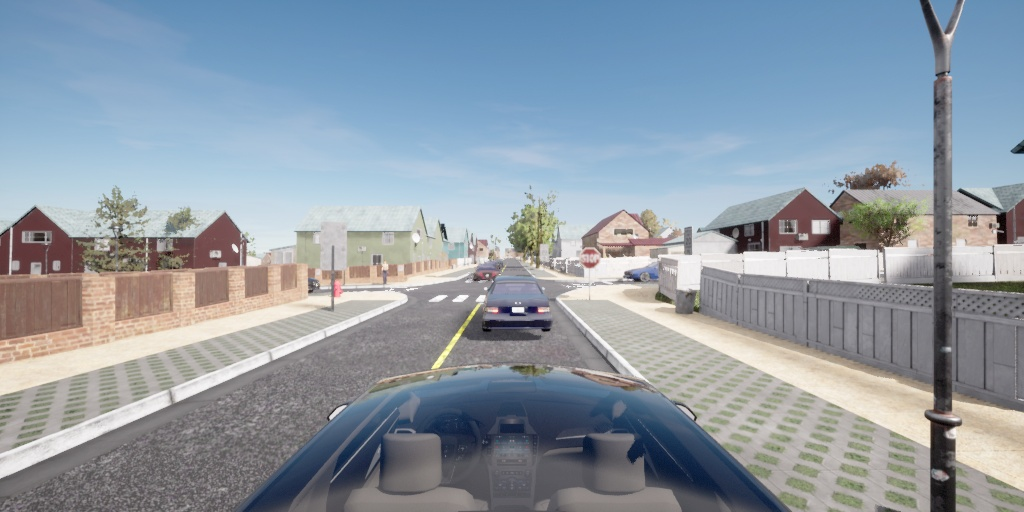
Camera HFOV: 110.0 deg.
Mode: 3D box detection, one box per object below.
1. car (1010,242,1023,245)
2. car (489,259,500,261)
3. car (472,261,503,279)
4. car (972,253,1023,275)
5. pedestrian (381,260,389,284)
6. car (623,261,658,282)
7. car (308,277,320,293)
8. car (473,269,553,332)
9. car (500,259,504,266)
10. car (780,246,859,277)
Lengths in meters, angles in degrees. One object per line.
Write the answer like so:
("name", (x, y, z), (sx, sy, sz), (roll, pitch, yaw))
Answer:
("car", (35.569, 0.009, 24.445), (5.566, 2.045, 2.150), (-2, -1, -1))
("car", (-2.757, 1.315, 41.763), (1.994, 1.385, 4.181), (0, 0, 1))
("car", (-2.190, 1.317, 29.250), (1.994, 1.385, 4.181), (0, 0, -9))
("car", (30.012, 0.369, 21.479), (4.902, 1.511, 2.128), (-2, -1, 0))
("pedestrian", (-9.644, 1.212, 27.177), (0.375, 1.860, 0.375), (0, 0, 0))
("car", (10.409, 1.013, 24.385), (5.357, 1.411, 2.033), (-2, -1, 1))
("car", (-14.051, 1.576, 21.314), (4.892, 1.490, 1.837), (-2, -1, -1))
("car", (0.093, 1.300, 10.848), (2.033, 1.411, 5.357), (0, 0, -1))
("car", (-2.722, 1.241, 53.184), (2.128, 1.511, 4.902), (0, 0, 0))
("car", (20.703, 0.410, 24.395), (5.566, 2.045, 2.150), (-1, -1, 0))
